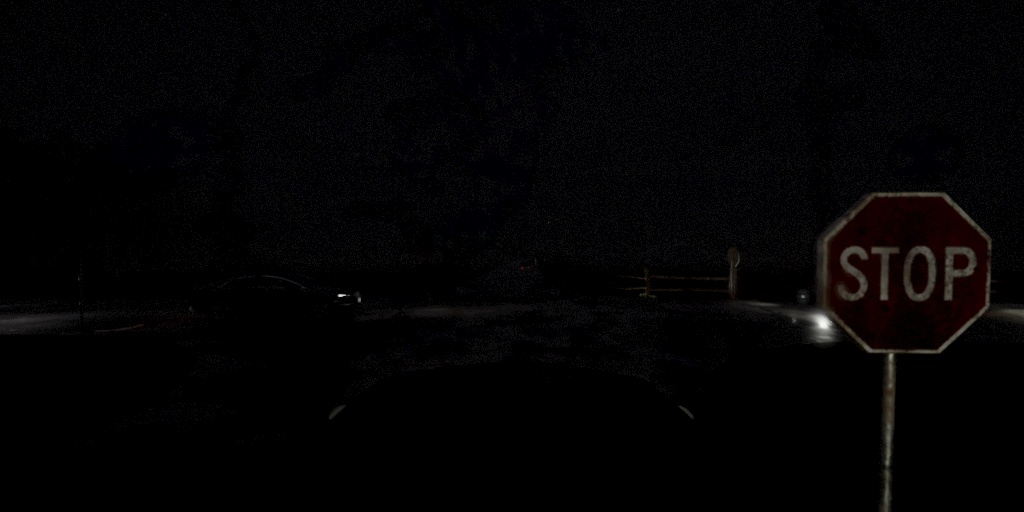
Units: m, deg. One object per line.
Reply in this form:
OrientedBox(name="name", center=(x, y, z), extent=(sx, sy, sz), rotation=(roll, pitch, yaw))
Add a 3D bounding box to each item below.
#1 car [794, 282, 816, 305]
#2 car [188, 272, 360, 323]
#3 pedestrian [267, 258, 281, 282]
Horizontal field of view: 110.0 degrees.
OrientedBox(name="car", center=(13.359, 1.265, 13.452), extent=(4.674, 1.442, 1.812), rotation=(0, 1, 3))
OrientedBox(name="car", center=(-7.776, 1.290, 12.096), extent=(4.902, 1.511, 2.128), rotation=(0, 2, -11))
OrientedBox(name="pedestrian", center=(-11.530, 1.007, 17.270), extent=(0.375, 1.860, 0.375), rotation=(0, 1, 2))
